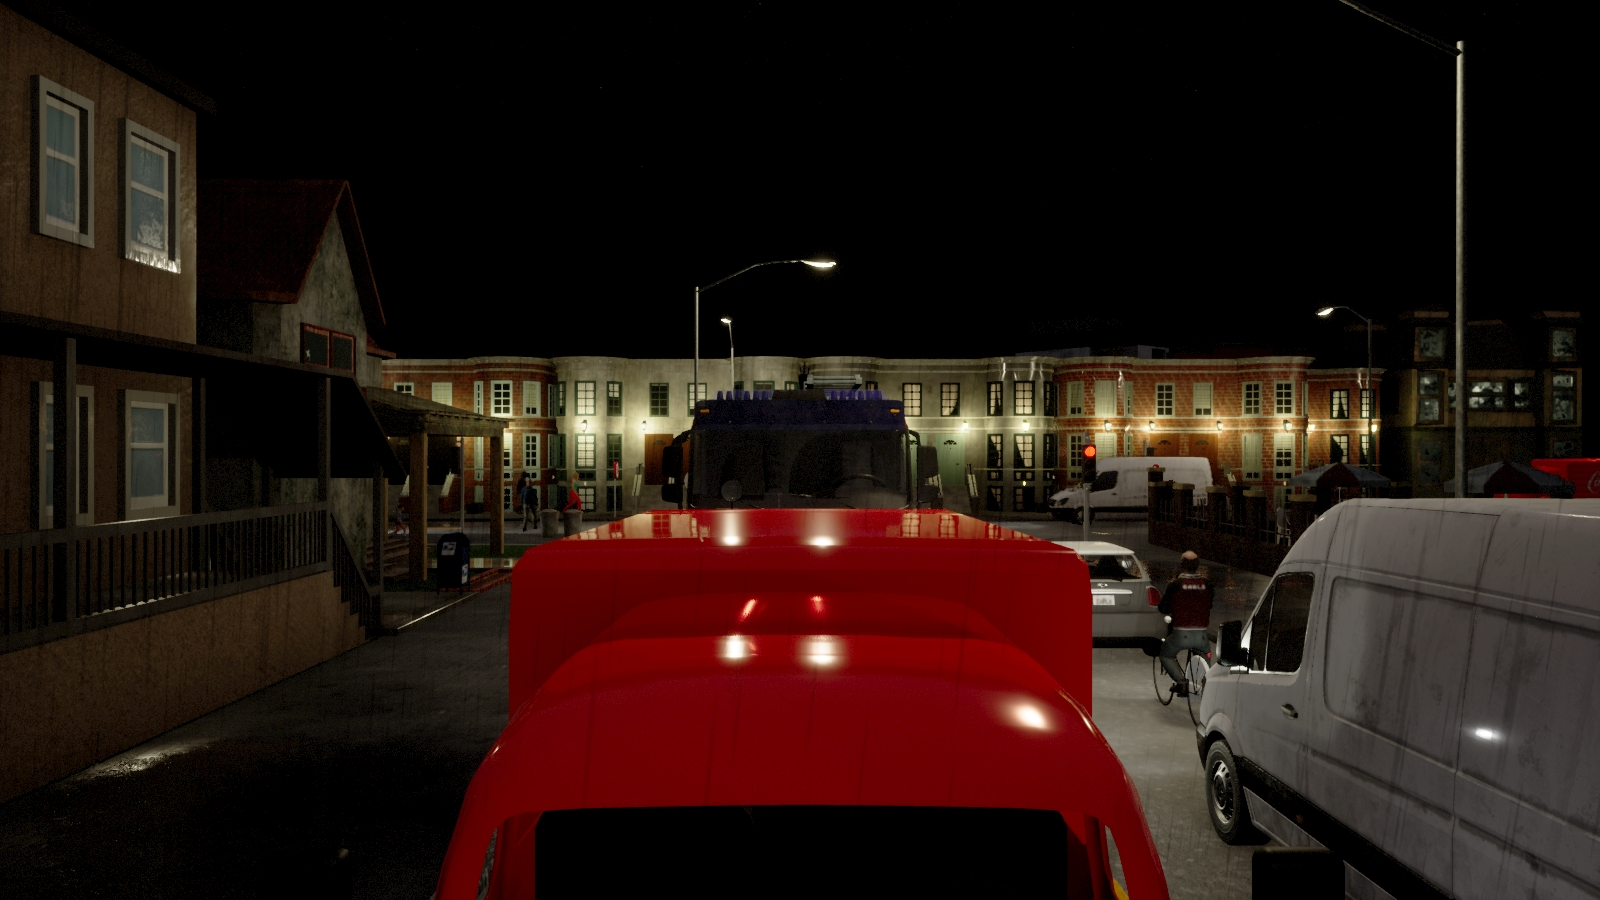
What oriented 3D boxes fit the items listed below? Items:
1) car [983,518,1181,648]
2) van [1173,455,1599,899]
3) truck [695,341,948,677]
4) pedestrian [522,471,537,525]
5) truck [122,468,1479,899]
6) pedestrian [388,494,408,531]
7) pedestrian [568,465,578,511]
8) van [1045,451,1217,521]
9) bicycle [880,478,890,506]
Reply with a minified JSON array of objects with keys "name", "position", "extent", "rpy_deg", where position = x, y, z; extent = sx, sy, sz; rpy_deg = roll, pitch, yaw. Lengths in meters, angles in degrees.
[{"name":"car","position":[3.996,1.852,16.834],"extent":[1.970,1.475,3.806],"rpy_deg":[0,0,0]},{"name":"van","position":[4.008,1.318,6.281],"extent":[1.988,2.561,5.915],"rpy_deg":[0,0,0]},{"name":"truck","position":[0.275,0.678,17.256],"extent":[2.891,3.827,8.468],"rpy_deg":[0,0,0]},{"name":"pedestrian","position":[-9.280,1.645,39.236],"extent":[0.375,1.860,0.375],"rpy_deg":[0,0,15]},{"name":"truck","position":[-0.002,1.351,4.813],"extent":[2.627,2.467,5.204],"rpy_deg":[0,0,0]},{"name":"pedestrian","position":[-12.285,1.920,34.927],"extent":[0.500,1.100,0.500],"rpy_deg":[0,0,-6]},{"name":"pedestrian","position":[-9.318,1.545,46.909],"extent":[0.375,1.860,0.375],"rpy_deg":[0,0,-2]},{"name":"van","position":[12.383,1.332,43.029],"extent":[5.915,2.561,1.988],"rpy_deg":[0,0,0]},{"name":"bicycle","position":[4.005,1.963,53.762],"extent":[0.329,1.271,1.835],"rpy_deg":[0,0,0]}]
